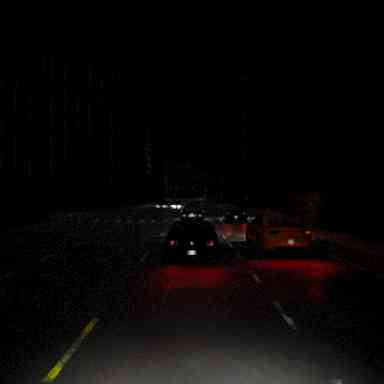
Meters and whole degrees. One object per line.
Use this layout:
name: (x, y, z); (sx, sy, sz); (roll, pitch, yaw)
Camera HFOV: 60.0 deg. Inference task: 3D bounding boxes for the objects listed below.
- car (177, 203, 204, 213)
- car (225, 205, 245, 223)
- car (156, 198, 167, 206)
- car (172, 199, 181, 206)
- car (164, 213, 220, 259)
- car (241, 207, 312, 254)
car: (0.007, 1.855, 27.553); (2.033, 1.411, 5.357); (0, -1, 0)
car: (3.923, 1.847, 28.869); (1.812, 1.442, 4.674); (0, 0, 10)
car: (-7.007, 2.206, 76.658); (2.097, 1.767, 4.553); (0, -1, 0)
car: (-3.507, 2.367, 75.768); (2.128, 1.511, 4.902); (0, -1, 0)
car: (0.014, 1.750, 13.279); (1.895, 1.301, 4.718); (0, -1, 0)
car: (3.522, 1.637, 14.251); (1.882, 1.535, 5.008); (0, 0, 0)
